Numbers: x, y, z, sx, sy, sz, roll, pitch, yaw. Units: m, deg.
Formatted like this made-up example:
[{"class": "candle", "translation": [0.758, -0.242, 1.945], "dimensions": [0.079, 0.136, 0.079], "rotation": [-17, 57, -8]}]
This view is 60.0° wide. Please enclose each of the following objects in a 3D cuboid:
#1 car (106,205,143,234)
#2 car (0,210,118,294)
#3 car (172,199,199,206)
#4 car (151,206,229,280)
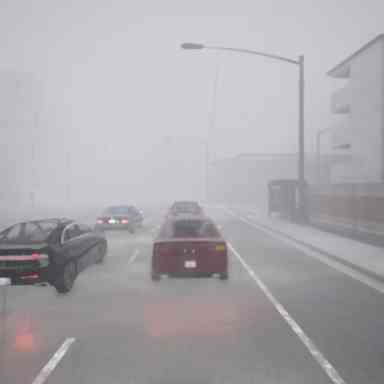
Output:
[{"class": "car", "translation": [-3.869, 1.430, 18.349], "dimensions": [2.033, 1.411, 5.357], "rotation": [0, 0, -2]}, {"class": "car", "translation": [-3.568, 1.439, 8.612], "dimensions": [2.128, 1.511, 4.902], "rotation": [0, 0, -1]}, {"class": "car", "translation": [-0.386, 1.224, 18.956], "dimensions": [2.097, 1.767, 4.553], "rotation": [0, 0, -2]}, {"class": "car", "translation": [-0.086, 1.411, 9.751], "dimensions": [1.882, 1.535, 5.008], "rotation": [0, 0, -1]}]
